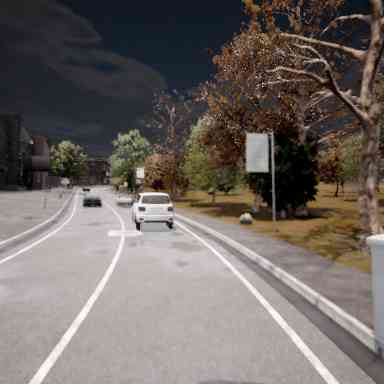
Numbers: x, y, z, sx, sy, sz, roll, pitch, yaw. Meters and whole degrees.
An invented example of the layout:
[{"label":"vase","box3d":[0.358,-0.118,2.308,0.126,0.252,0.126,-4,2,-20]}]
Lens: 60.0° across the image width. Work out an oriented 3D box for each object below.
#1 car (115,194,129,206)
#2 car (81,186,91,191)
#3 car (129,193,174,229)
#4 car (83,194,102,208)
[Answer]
[{"label":"car","box3d":[-7.816,0.926,38.576,1.895,1.301,4.718,1,1,-18]},{"label":"car","box3d":[-23.966,-0.723,75.290,1.882,1.535,5.008,1,1,-19]},{"label":"car","box3d":[-2.506,1.045,20.657,2.150,2.045,5.566,1,1,-13]},{"label":"car","box3d":[-10.529,0.923,35.107,1.895,1.301,4.718,1,2,-18]}]
